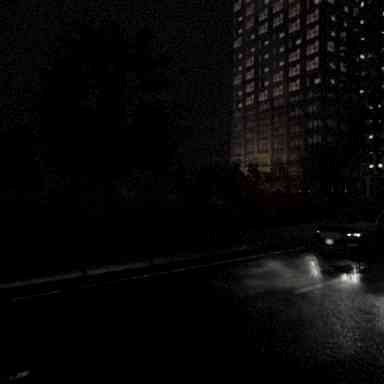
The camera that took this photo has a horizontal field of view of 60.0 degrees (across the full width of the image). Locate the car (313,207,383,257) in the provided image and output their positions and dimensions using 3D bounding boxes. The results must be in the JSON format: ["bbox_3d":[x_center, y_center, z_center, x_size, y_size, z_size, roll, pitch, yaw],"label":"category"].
[{"bbox_3d":[6.487,1.323,12.307,4.902,1.511,2.128,-1,1,-35],"label":"car"}]
